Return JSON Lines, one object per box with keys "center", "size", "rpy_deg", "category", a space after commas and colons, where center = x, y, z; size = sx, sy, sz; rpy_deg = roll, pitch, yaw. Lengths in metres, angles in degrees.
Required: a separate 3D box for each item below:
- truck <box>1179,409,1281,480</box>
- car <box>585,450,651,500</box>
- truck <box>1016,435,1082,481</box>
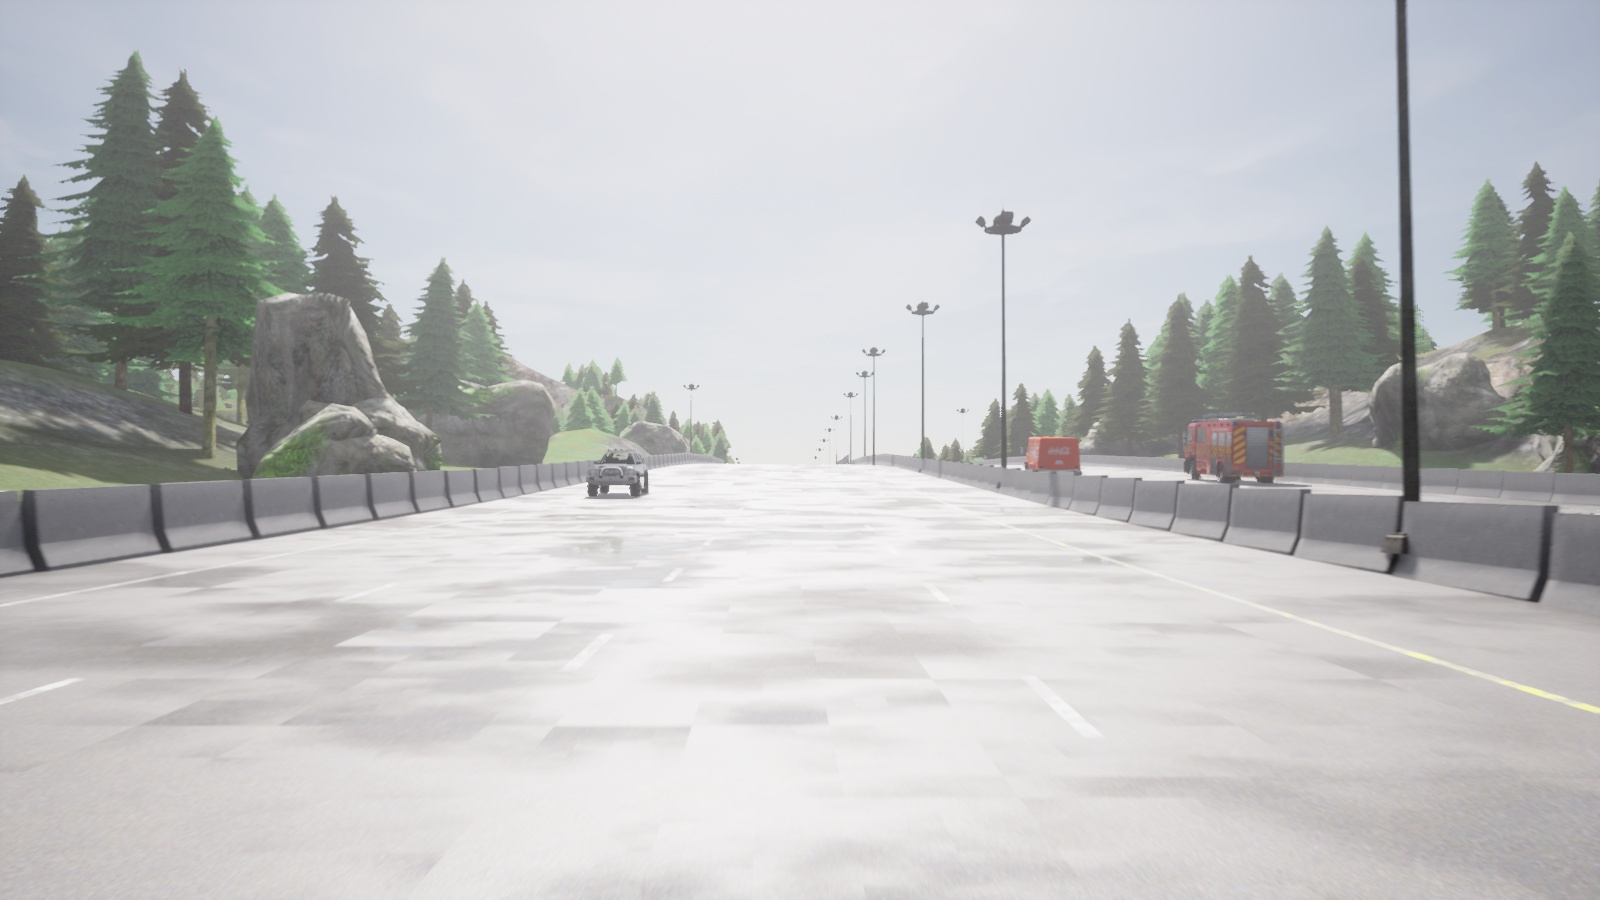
{"center": [24.316, -0.320, 71.572], "size": [2.891, 3.827, 8.468], "rpy_deg": [0, 0, 0], "category": "truck"}
{"center": [-7.124, 0.938, 49.627], "size": [1.932, 1.855, 4.605], "rpy_deg": [0, 0, 0], "category": "car"}
{"center": [13.823, 0.412, 69.970], "size": [2.627, 2.467, 5.204], "rpy_deg": [0, 1, 0], "category": "truck"}
